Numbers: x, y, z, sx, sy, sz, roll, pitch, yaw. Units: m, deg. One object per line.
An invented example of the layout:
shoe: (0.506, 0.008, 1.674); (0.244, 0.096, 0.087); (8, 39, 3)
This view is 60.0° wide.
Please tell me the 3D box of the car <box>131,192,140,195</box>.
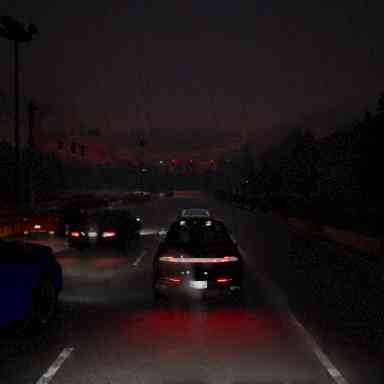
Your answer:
car: (-13.545, 0.978, 74.491); (1.812, 1.442, 4.674); (0, 0, 0)

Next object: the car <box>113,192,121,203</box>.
car: (-13.755, 1.122, 55.407); (1.812, 1.442, 4.674); (0, 0, 1)

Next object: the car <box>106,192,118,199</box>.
car: (-20.476, 0.852, 85.169); (1.882, 1.535, 5.008); (0, 0, 0)

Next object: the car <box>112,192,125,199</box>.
car: (-17.026, 0.787, 77.485); (2.097, 1.767, 4.553); (0, 0, 0)

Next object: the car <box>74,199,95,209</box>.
car: (-6.831, 1.360, 17.152); (1.882, 1.535, 5.008); (0, 0, 0)

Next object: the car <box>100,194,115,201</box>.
car: (-17.092, 1.071, 67.352); (1.994, 1.385, 4.181); (0, 0, 0)

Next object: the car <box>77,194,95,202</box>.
car: (-20.621, 1.126, 65.009); (1.895, 1.301, 4.718); (0, 0, 1)

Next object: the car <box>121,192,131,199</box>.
car: (-13.649, 1.055, 64.470); (1.812, 1.442, 4.674); (0, 0, 1)

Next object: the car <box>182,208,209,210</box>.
car: (0.186, 1.478, 17.747); (1.895, 1.301, 4.718); (0, 0, 0)

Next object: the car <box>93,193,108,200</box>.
car: (-20.542, 0.929, 74.950); (1.882, 1.535, 5.008); (0, 0, 0)

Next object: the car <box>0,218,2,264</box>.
car: (-6.876, 1.513, 8.167); (1.994, 1.385, 4.181); (0, 0, 1)

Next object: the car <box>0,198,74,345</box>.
car: (-3.385, 1.205, 3.563); (2.150, 2.045, 5.566); (0, 0, 0)

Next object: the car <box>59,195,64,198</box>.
car: (-20.740, 1.072, 55.675); (1.882, 1.535, 5.008); (0, 0, 2)

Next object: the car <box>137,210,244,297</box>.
car: (0.132, 1.439, 8.417); (2.128, 1.511, 4.902); (0, 0, 0)

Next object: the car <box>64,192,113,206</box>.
car: (-12.306, 1.067, 39.505); (4.553, 1.767, 2.097); (0, 0, -34)

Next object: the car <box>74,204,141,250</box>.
car: (-3.339, 1.455, 13.737); (2.033, 1.411, 5.357); (0, 0, 0)

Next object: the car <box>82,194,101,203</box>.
car: (-17.232, 1.146, 57.376); (1.994, 1.385, 4.181); (0, 0, 1)
